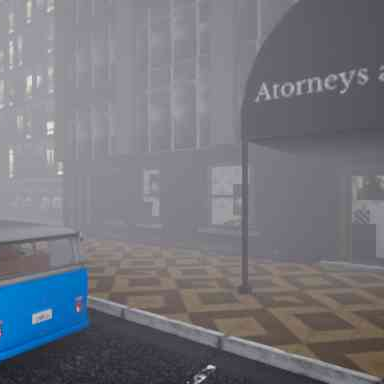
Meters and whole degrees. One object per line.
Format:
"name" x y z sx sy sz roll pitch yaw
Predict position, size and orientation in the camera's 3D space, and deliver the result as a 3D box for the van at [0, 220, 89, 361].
"van" -3.405 1.341 5.287 3.998 1.788 1.690 0 0 35
